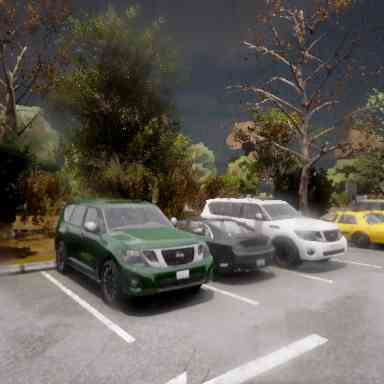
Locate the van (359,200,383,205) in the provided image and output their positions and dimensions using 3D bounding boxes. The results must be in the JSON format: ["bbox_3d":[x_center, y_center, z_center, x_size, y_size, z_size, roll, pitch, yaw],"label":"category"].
[{"bbox_3d":[11.483,1.447,18.536,1.878,1.987,4.442,1,-1,-37],"label":"van"}]

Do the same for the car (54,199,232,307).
[{"bbox_3d":[-1.846,1.235,8.582,2.435,2.045,5.566,0,0,-37],"label":"car"}]

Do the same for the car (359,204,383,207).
[{"bbox_3d":[9.066,1.620,17.095,1.946,1.575,5.366,1,-1,-37],"label":"car"}]

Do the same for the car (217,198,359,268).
[{"bbox_3d":[2.504,1.265,11.887,2.435,2.045,5.566,0,0,-37],"label":"car"}]

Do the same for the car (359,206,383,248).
[{"bbox_3d":[6.940,1.580,15.495,1.946,1.575,5.366,1,-1,-37],"label":"car"}]

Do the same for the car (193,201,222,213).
[{"bbox_3d":[2.155,2.076,46.939,1.994,1.385,4.181,-1,2,-37],"label":"car"}]

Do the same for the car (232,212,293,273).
[{"bbox_3d":[0.265,1.500,10.214,2.231,1.521,4.892,0,0,-37],"label":"car"}]
